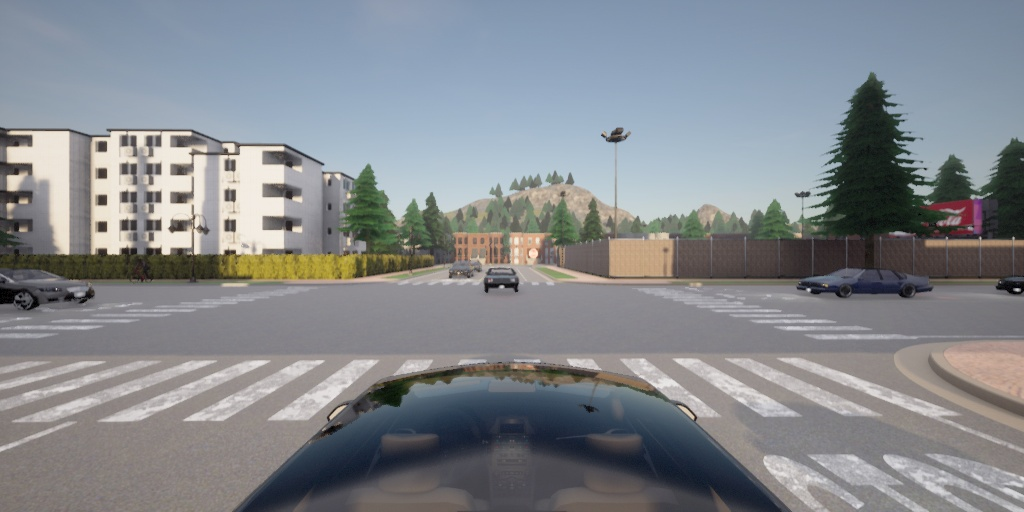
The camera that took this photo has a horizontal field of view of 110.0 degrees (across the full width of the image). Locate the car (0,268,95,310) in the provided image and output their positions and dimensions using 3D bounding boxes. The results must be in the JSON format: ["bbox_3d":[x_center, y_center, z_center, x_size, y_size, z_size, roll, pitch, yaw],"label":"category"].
[{"bbox_3d":[-19.219,1.231,13.818,4.902,1.511,2.128,0,0,-2],"label":"car"}]

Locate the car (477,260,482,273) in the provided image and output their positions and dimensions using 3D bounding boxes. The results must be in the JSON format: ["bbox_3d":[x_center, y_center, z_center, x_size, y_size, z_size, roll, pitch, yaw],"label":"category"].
[{"bbox_3d":[-4.610,1.189,42.701,2.128,1.511,4.902,0,0,0],"label":"car"}]

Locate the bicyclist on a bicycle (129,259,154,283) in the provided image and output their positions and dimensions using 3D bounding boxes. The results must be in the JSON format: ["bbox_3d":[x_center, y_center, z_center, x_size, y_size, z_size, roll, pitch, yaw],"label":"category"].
[{"bbox_3d":[-25.488,1.031,24.685,0.582,1.620,1.656,0,0,-1],"label":"bicyclist on a bicycle"}]

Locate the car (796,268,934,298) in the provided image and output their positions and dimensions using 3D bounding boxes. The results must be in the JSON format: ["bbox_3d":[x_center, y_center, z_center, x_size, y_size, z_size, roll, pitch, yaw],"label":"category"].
[{"bbox_3d":[17.279,1.283,17.679,5.357,1.411,2.033,0,0,0],"label":"car"}]

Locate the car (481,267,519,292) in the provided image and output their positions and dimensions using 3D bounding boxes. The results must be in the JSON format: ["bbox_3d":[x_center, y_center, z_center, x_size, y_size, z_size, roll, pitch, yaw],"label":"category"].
[{"bbox_3d":[-0.627,1.332,21.279,1.895,1.301,4.718,0,0,-2],"label":"car"}]

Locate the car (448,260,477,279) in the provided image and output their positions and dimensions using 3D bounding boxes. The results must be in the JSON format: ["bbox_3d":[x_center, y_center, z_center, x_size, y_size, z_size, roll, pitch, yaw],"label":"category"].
[{"bbox_3d":[-4.512,1.211,32.387,1.837,1.490,4.892,0,0,-1],"label":"car"}]

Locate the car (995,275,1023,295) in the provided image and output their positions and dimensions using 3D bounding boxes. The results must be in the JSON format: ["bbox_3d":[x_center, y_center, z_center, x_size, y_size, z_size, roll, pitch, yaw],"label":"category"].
[{"bbox_3d":[27.572,1.284,17.688,5.357,1.411,2.033,0,0,0],"label":"car"}]
